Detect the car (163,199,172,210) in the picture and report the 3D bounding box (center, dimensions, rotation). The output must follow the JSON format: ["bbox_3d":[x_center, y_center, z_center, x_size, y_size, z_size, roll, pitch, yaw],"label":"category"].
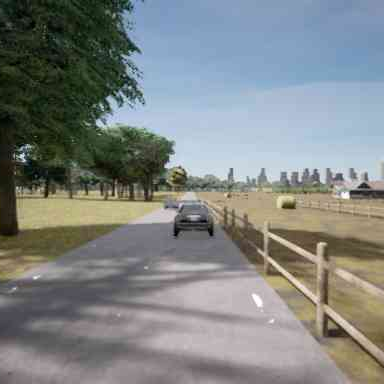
[{"bbox_3d":[-2.788,1.678,45.145,1.837,1.490,4.892,0,-1,0],"label":"car"}]

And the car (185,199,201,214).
[{"bbox_3d":[0.098,1.647,39.100,1.837,1.490,4.892,0,0,0],"label":"car"}]

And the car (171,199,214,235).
[{"bbox_3d":[0.097,1.397,19.065,2.097,1.767,4.553,0,0,0],"label":"car"}]
